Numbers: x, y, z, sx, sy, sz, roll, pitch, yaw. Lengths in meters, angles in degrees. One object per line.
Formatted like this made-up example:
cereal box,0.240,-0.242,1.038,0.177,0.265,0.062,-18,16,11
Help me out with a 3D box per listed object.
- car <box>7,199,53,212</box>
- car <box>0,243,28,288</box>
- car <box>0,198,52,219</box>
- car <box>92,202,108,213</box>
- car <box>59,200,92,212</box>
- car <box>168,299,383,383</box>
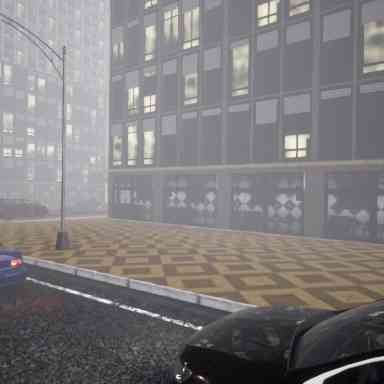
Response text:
car,-19.549,1.640,40.352,1.752,1.417,4.829,1,0,37
car,-6.115,1.543,8.065,5.357,1.411,2.033,0,0,36
car,-16.069,1.517,30.971,2.192,1.841,5.009,1,0,37
car,-9.254,1.828,40.169,1.752,1.417,4.829,1,0,37
car,-14.337,1.750,43.020,2.033,1.411,5.357,1,0,37
car,2.030,1.505,2.233,4.892,1.490,1.837,0,0,35
